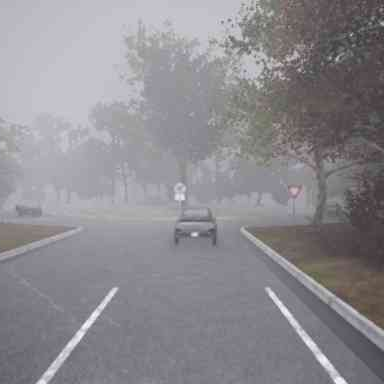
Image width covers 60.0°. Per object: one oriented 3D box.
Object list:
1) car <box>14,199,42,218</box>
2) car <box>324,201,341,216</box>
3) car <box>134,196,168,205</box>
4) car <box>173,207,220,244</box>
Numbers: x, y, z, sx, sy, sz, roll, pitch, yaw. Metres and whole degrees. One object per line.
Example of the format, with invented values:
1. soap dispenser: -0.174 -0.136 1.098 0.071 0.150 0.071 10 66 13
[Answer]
1. car: -14.748 1.408 29.775 1.882 1.535 5.008 -1 1 -31
2. car: 12.972 1.527 31.437 1.895 1.301 4.718 0 0 28
3. car: -6.586 1.422 54.013 5.357 1.411 2.033 0 0 -16
4. car: 0.266 1.456 15.532 2.128 1.511 4.902 0 0 4
